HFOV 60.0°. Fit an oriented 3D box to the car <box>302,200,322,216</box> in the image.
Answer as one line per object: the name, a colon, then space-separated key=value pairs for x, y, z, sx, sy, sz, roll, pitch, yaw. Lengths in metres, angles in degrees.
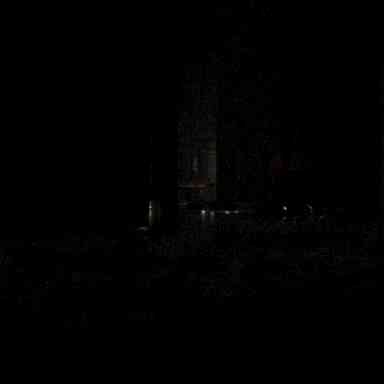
car: x=11.645 y=1.614 z=36.006 sx=2.097 sy=1.767 sz=4.553 roll=1 pitch=0 yaw=-35

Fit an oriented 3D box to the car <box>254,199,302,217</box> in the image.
car: x=8.628 y=1.590 z=34.639 sx=2.097 sy=1.767 sz=4.553 roll=1 pitch=0 yaw=-35

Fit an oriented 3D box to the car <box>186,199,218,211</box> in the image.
car: x=1.006 y=1.764 z=45.414 sx=1.812 sy=1.442 sz=4.674 roll=1 pitch=0 yaw=-35

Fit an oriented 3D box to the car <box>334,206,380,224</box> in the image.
car: x=14.115 y=1.844 z=26.876 sx=1.895 sy=1.301 sz=4.718 roll=1 pitch=0 yaw=-36

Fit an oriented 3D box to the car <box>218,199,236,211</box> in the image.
car: x=4.110 y=1.739 z=46.652 sx=1.882 sy=1.535 sz=5.008 roll=1 pitch=0 yaw=-35
